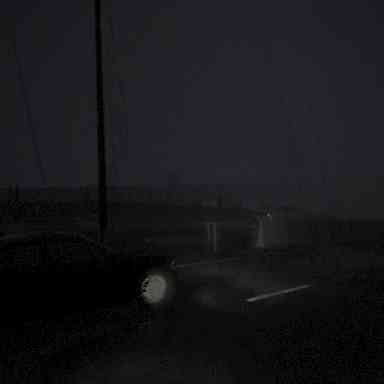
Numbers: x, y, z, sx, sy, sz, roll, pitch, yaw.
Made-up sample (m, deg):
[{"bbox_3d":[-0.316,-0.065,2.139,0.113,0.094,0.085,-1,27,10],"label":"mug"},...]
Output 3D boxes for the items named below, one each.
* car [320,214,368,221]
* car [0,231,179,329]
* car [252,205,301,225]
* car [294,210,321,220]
[{"bbox_3d":[12.309,2.584,25.650,4.718,1.301,1.895,6,-4,-35],"label":"car"},{"bbox_3d":[-2.583,1.467,6.201,5.008,1.535,1.882,-1,0,-35],"label":"car"},{"bbox_3d":[8.198,2.197,31.315,5.566,2.045,2.150,6,-4,-36],"label":"car"},{"bbox_3d":[11.826,2.710,29.602,5.357,1.411,2.033,7,-4,-35],"label":"car"}]
